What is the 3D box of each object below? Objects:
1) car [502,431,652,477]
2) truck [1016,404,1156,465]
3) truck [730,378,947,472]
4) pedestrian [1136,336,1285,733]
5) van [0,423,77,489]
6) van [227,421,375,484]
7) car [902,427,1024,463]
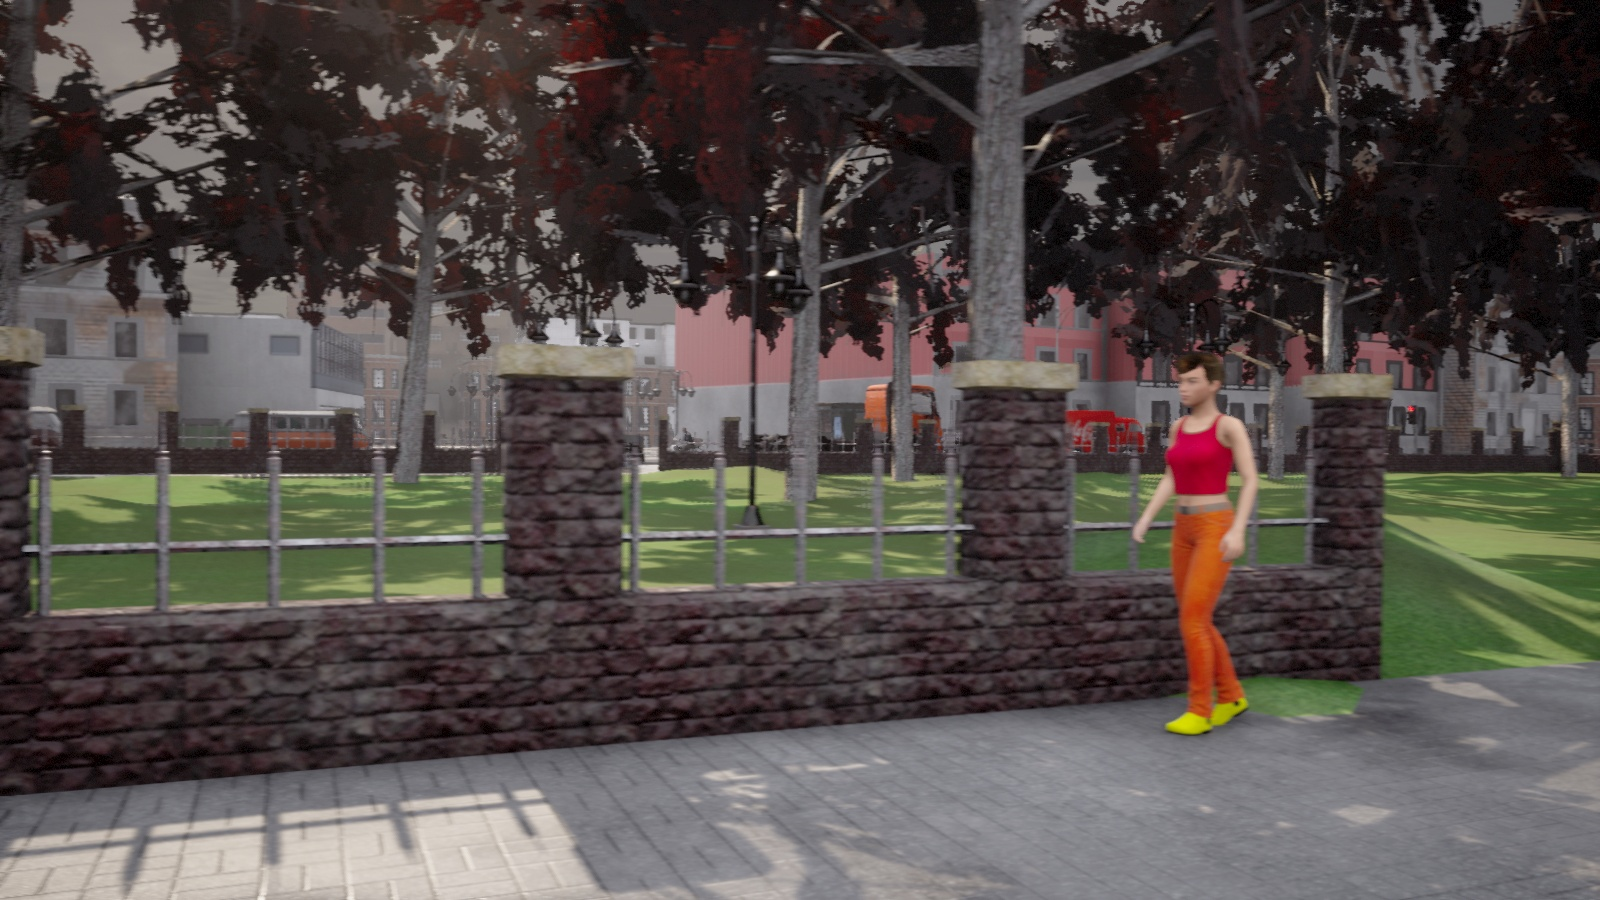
[{"bbox_3d":[-8.011,0.119,45.098,5.008,1.535,1.882,-1,1,-22],"label":"car"},{"bbox_3d":[12.098,-0.694,53.173,5.204,2.467,2.627,-1,1,-22],"label":"truck"},{"bbox_3d":[1.508,-1.006,48.910,7.936,3.462,2.891,-1,1,-22],"label":"truck"},{"bbox_3d":[1.988,0.386,6.081,0.594,1.836,0.345,-1,1,-22],"label":"pedestrian"},{"bbox_3d":[-24.773,0.185,38.348,4.442,1.987,1.775,-1,1,-22],"label":"van"},{"bbox_3d":[-16.530,0.042,41.670,4.442,1.987,1.775,-1,1,-22],"label":"van"},{"bbox_3d":[7.196,-0.237,55.519,4.902,1.511,2.128,-1,1,-22],"label":"car"}]
